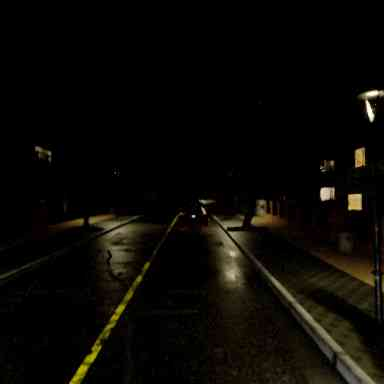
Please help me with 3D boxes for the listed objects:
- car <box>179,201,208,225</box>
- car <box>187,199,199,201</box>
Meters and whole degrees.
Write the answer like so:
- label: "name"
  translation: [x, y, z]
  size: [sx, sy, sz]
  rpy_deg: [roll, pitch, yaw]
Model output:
- label: "car"
  translation: [0.104, 1.577, 23.893]
  size: [1.994, 1.385, 4.181]
  rpy_deg: [0, 0, 0]
- label: "car"
  translation: [0.107, 1.542, 39.018]
  size: [1.837, 1.490, 4.892]
  rpy_deg: [0, 0, 0]
